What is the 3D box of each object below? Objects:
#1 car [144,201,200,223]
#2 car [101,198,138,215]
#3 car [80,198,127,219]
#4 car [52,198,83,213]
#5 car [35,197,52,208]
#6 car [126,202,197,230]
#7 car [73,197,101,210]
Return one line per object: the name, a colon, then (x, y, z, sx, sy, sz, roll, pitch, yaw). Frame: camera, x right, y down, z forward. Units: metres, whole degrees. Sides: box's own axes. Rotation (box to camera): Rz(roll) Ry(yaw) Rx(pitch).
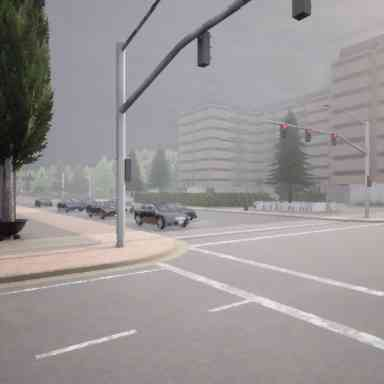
car: (-1.783, 1.547, 27.118, 2.033, 1.411, 5.357, 0, 0, -36)
car: (-7.845, 1.492, 35.519, 2.128, 1.511, 4.902, 0, 0, -36)
car: (-7.779, 1.547, 29.440, 2.033, 1.411, 5.357, 0, 0, -36)
car: (-14.001, 1.547, 38.072, 2.033, 1.411, 5.357, 0, 0, -36)
car: (-21.965, 1.507, 49.227, 1.837, 1.490, 4.892, 0, -1, -35)
car: (-2.073, 1.492, 21.523, 2.128, 1.511, 4.902, 0, 0, -35)
car: (-13.909, 1.492, 43.946, 2.128, 1.511, 4.902, 0, 0, -36)
